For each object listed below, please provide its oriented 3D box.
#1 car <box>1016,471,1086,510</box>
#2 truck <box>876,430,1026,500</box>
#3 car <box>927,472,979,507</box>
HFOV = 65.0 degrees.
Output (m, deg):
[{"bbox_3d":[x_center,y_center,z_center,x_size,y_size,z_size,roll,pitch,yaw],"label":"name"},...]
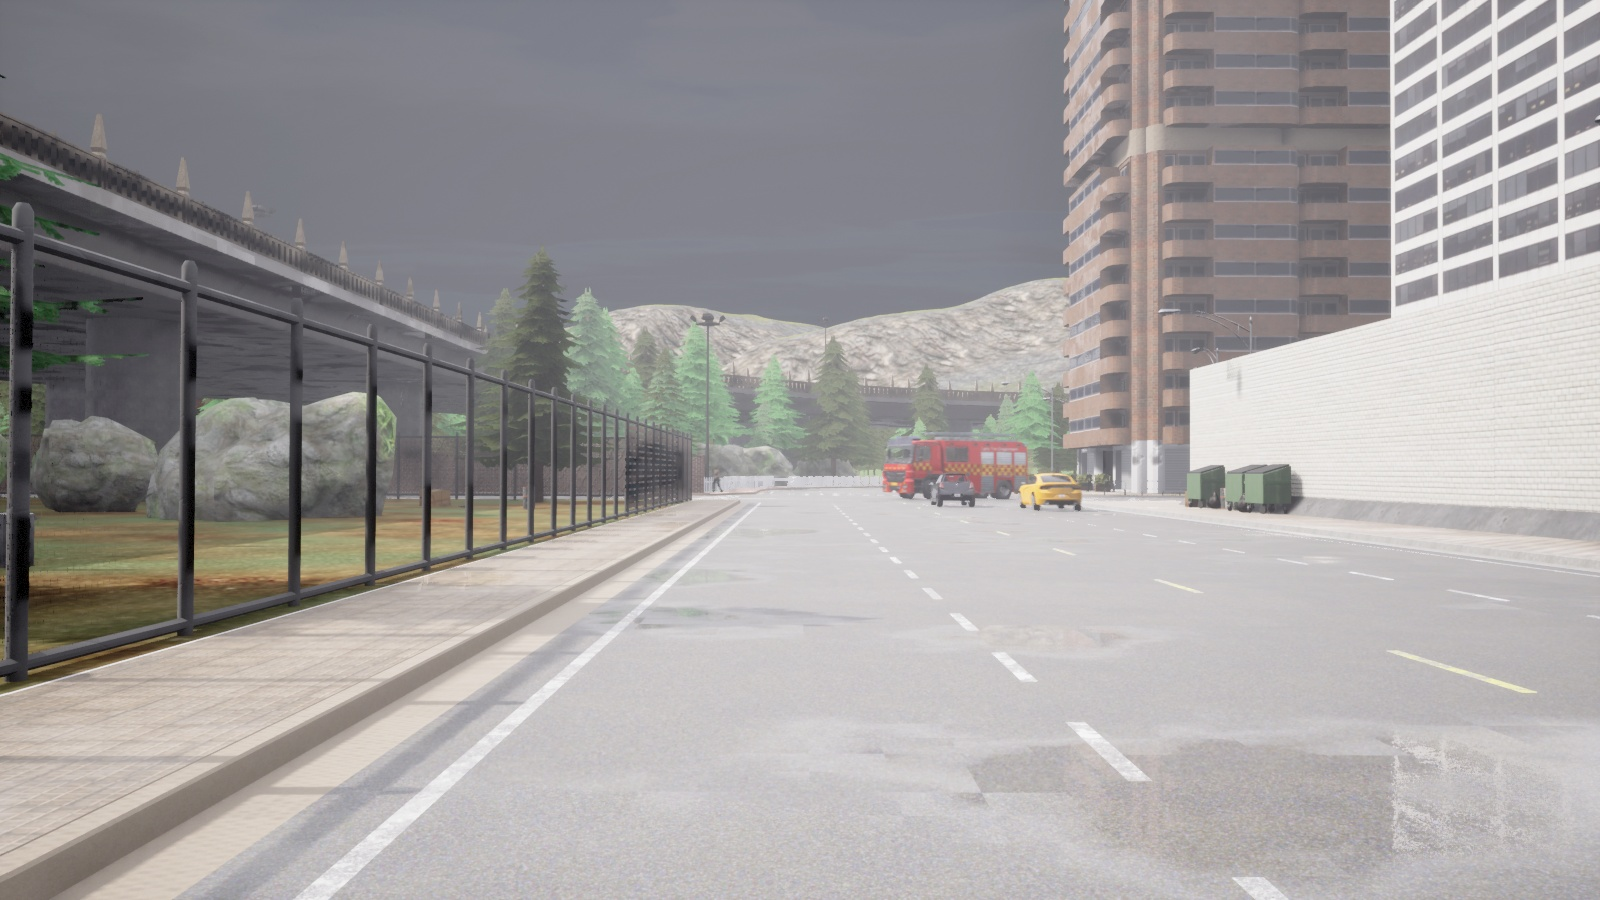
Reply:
[{"bbox_3d":[10.353,1.625,52.184,1.882,1.535,5.008,0,-1,0],"label":"car"},{"bbox_3d":[8.723,0.860,72.151,8.468,3.827,2.891,0,-1,-29],"label":"truck"},{"bbox_3d":[6.842,1.746,56.417,1.845,1.501,3.633,0,-1,0],"label":"car"}]
